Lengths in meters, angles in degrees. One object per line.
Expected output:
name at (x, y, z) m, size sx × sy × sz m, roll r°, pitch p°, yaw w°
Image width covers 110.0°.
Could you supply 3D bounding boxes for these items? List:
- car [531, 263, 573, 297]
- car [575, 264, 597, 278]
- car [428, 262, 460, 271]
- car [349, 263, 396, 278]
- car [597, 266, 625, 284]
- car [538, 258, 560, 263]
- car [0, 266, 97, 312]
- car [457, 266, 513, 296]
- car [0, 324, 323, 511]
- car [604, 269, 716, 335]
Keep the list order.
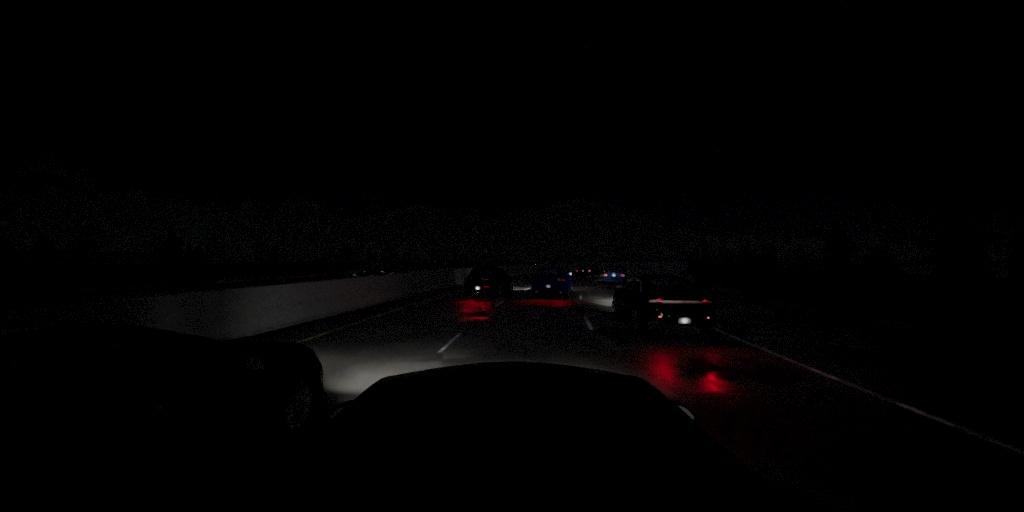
car at (2.286, 1.340, 19.922) m, size 1.882 × 1.535 × 5.008 m, roll 0°, pitch 0°, yaw 12°
car at (7.999, 1.531, 37.479) m, size 2.033 × 1.411 × 5.357 m, roll 0°, pitch 0°, yaw 24°
car at (-7.049, 1.437, 38.020) m, size 1.837 × 1.490 × 4.892 m, roll 0°, pitch 0°, yaw 22°
car at (-12.608, 1.372, 32.593) m, size 2.128 × 1.511 × 4.902 m, roll 0°, pitch 0°, yaw 17°
car at (8.286, 1.482, 28.680) m, size 2.033 × 1.411 × 5.357 m, roll 0°, pitch 0°, yaw 19°
car at (5.553, 1.302, 55.308) m, size 2.150 × 2.045 × 5.566 m, roll 0°, pitch -1°, yaw 33°
car at (-10.301, 1.089, 6.079) m, size 2.097 × 1.767 × 4.553 m, roll 0°, pitch 0°, yaw 3°
car at (-1.213, 1.356, 20.205) m, size 1.837 × 1.490 × 4.892 m, roll 0°, pitch 0°, yaw 12°
car at (-3.264, 1.248, 2.500) m, size 1.837 × 1.490 × 4.892 m, roll 0°, pitch 0°, yaw 0°
car at (4.298, 1.309, 10.779) m, size 2.128 × 1.511 × 4.902 m, roll 0°, pitch 0°, yaw 6°
